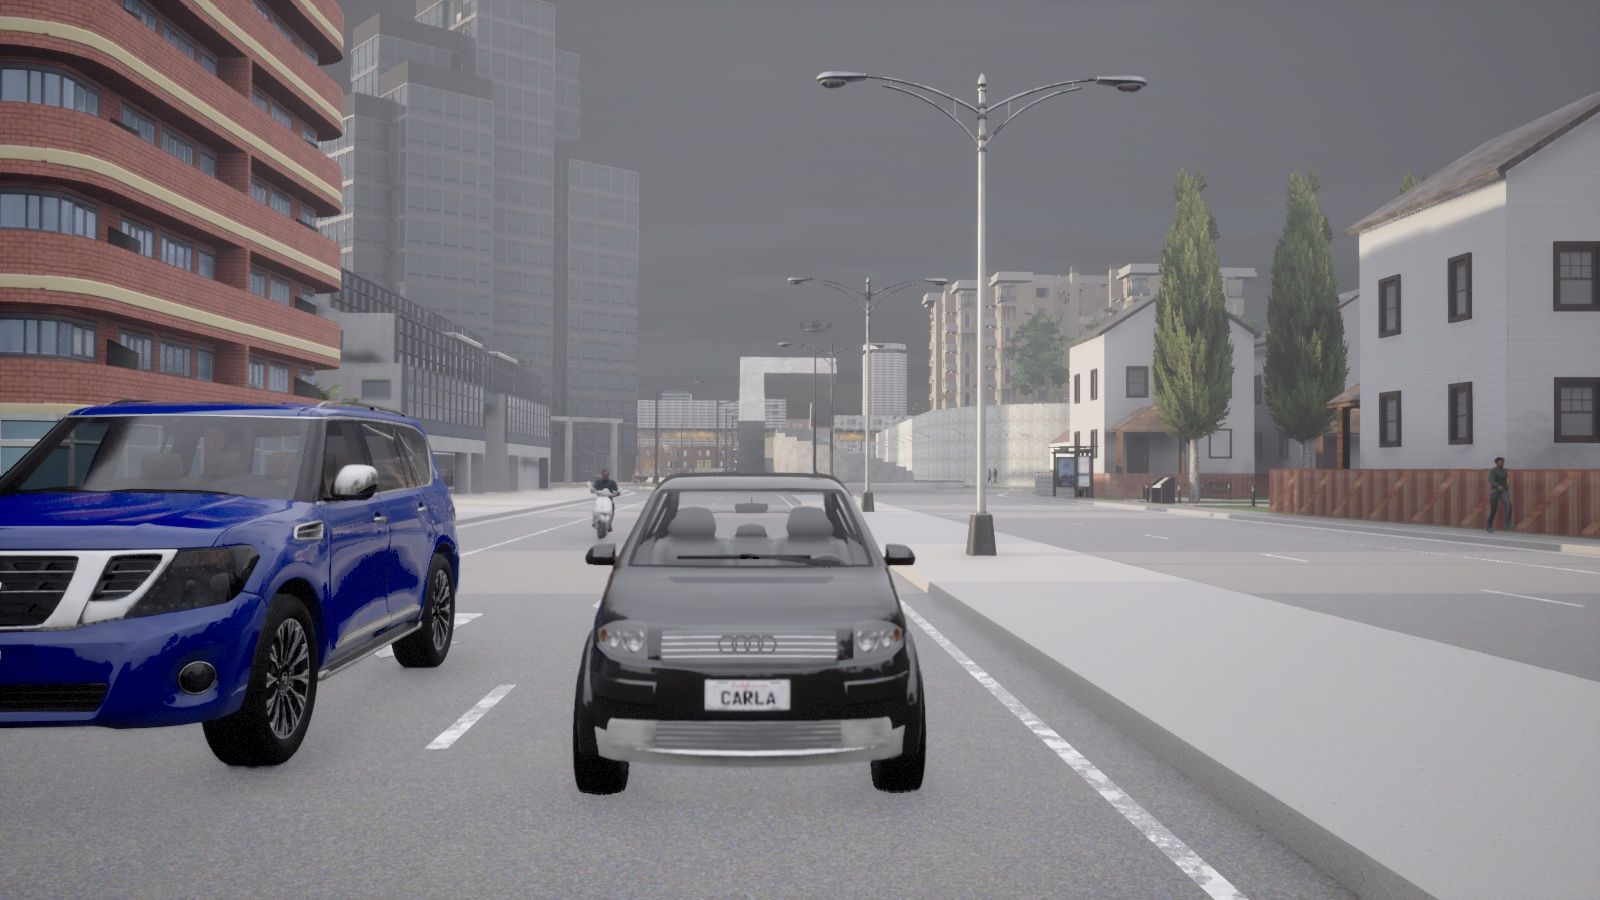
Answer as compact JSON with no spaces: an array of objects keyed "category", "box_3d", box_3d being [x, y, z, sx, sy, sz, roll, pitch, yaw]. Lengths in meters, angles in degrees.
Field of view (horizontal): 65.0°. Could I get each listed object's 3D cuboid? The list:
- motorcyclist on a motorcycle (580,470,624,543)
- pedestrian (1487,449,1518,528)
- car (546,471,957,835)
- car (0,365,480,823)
[{"category":"motorcyclist on a motorcycle","box_3d":[-4.536,1.270,28.895,0.866,1.590,1.817,3,-1,-8]},{"category":"pedestrian","box_3d":[16.527,0.899,29.565,0.353,1.847,0.614,0,-1,-2]},{"category":"car","box_3d":[-0.278,0.914,7.336,1.789,1.549,3.705,0,-1,-2]},{"category":"car","box_3d":[-3.823,0.690,8.402,2.150,2.045,5.566,0,-1,-2]}]
